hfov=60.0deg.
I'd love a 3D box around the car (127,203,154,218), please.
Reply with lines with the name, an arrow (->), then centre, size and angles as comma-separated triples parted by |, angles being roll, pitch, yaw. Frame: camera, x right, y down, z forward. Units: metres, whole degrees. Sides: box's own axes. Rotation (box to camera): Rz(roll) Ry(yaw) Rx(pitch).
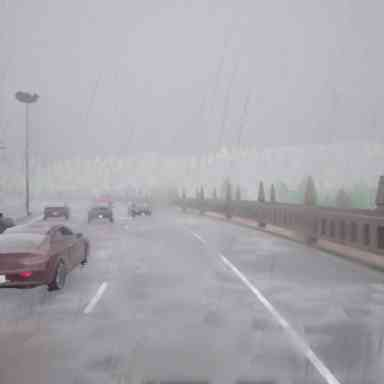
car -> -4.907, 1.639, 31.055 | 1.895, 1.301, 4.718 | 0, 0, -17

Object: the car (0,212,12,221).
car -> -7.700, 1.260, 10.728 | 2.150, 2.045, 5.566 | 0, 0, -7

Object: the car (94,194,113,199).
car -> -13.880, 1.310, 51.907 | 2.150, 2.045, 5.566 | 0, 0, -28

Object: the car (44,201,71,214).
car -> -11.607, 1.543, 28.873 | 1.882, 1.535, 5.008 | 0, 0, -17

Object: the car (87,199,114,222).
car -> -7.378, 1.551, 26.878 | 1.837, 1.490, 4.892 | 0, 0, -15

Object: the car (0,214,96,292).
car -> -4.020, 1.548, 8.827 | 1.812, 1.442, 4.674 | 0, 0, -5
